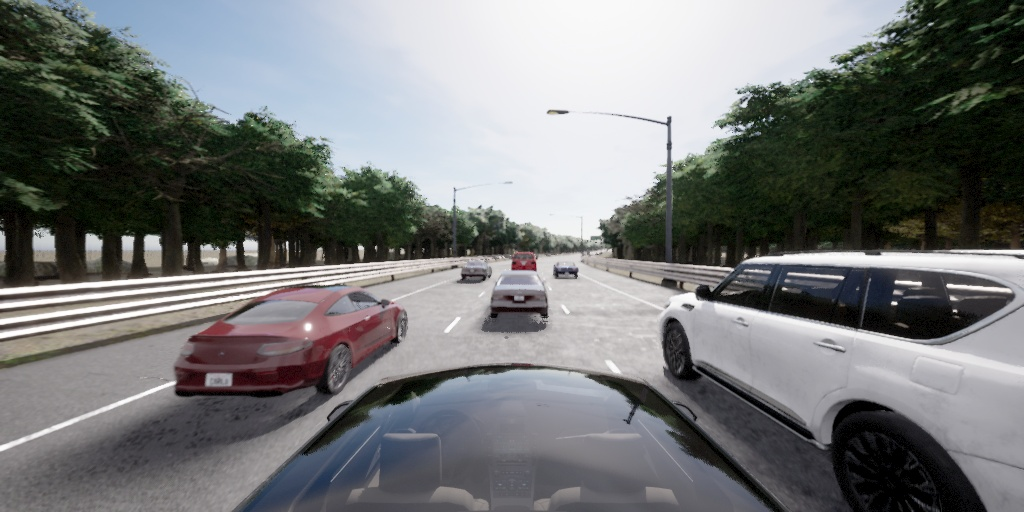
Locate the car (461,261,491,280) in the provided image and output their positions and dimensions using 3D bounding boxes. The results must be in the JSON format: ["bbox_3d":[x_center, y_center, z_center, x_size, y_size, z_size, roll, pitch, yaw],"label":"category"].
[{"bbox_3d":[-2.648,1.060,27.548,2.033,1.411,5.357,0,1,3],"label":"car"}]

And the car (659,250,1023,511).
[{"bbox_3d":[3.614,0.957,3.931,2.150,2.045,5.566,0,1,1],"label":"car"}]

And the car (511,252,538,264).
[{"bbox_3d":[1.116,0.694,31.810,2.150,2.045,5.566,0,1,4],"label":"car"}]

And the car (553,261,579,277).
[{"bbox_3d":[4.582,1.083,31.166,1.895,1.301,4.718,0,1,4],"label":"car"}]

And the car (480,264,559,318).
[{"bbox_3d":[0.261,1.201,12.588,2.033,1.411,5.357,0,1,1],"label":"car"}]

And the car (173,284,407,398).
[{"bbox_3d":[-3.349,1.233,6.429,1.812,1.442,4.674,0,1,1],"label":"car"}]
